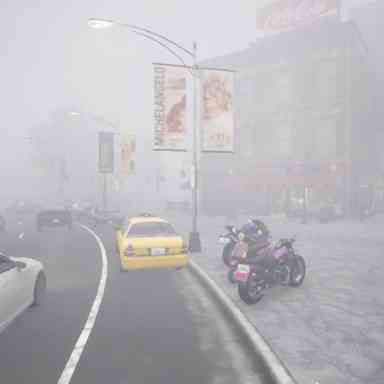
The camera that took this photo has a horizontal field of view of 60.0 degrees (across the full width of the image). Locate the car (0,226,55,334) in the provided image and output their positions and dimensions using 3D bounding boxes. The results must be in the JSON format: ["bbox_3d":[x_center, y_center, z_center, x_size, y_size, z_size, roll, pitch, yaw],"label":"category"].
[{"bbox_3d":[-3.616,1.522,4.820,1.812,1.442,4.674,0,0,-8],"label":"car"}]

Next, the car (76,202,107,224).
[{"bbox_3d":[-9.033,1.513,27.542,2.002,1.452,4.674,0,0,-35],"label":"car"}]

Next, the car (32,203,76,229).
[{"bbox_3d":[-8.738,1.471,20.837,1.882,1.535,5.008,0,0,-27],"label":"car"}]

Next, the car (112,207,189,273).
[{"bbox_3d":[-1.493,1.456,10.762,1.801,1.575,5.366,0,0,-15],"label":"car"}]

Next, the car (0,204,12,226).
[{"bbox_3d":[-10.654,1.538,16.894,2.033,1.411,5.357,0,0,-24],"label":"car"}]

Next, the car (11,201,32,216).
[{"bbox_3d":[-16.419,1.533,32.043,2.033,1.411,5.357,0,0,-42],"label":"car"}]
